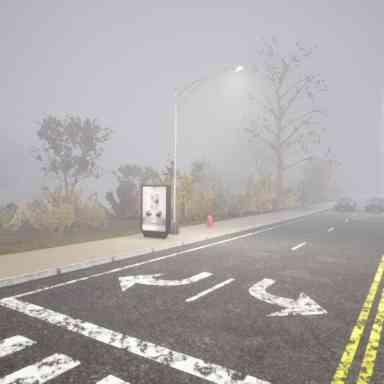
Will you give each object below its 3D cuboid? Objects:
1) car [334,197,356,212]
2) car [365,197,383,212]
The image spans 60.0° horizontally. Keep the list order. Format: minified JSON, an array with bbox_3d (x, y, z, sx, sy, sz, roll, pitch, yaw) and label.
[{"bbox_3d":[18.438,1.390,39.950,2.097,1.767,4.553,0,0,30],"label":"car"},{"bbox_3d":[21.253,1.393,38.326,2.097,1.767,4.553,0,0,30],"label":"car"}]
